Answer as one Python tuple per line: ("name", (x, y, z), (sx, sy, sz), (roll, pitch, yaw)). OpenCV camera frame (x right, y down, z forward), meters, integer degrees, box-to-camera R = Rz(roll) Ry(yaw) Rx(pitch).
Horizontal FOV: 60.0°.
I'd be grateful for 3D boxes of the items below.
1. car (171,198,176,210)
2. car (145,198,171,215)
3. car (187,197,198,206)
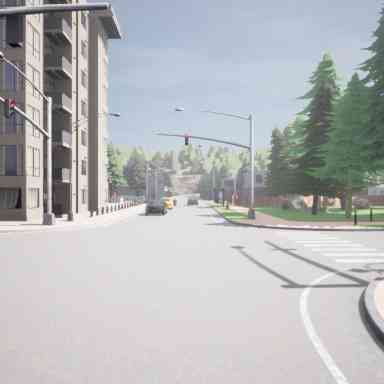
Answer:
("car", (-3.483, 1.478, 43.441), (1.882, 1.535, 5.008), (0, 0, 0))
("car", (-3.517, 1.478, 33.480), (1.882, 1.535, 5.008), (0, 0, 0))
("car", (0.140, 1.547, 55.665), (2.033, 1.411, 5.357), (0, 0, 0))
